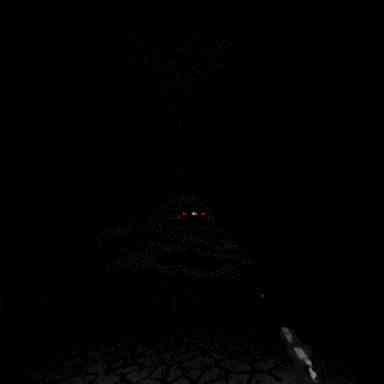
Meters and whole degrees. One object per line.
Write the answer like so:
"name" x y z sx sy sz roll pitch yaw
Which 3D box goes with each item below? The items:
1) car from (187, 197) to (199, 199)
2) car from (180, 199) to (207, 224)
"car" 0.115 1.344 41.633 1.882 1.535 5.008 0 0 0
"car" 0.108 1.461 24.056 2.033 1.411 5.357 0 0 0
